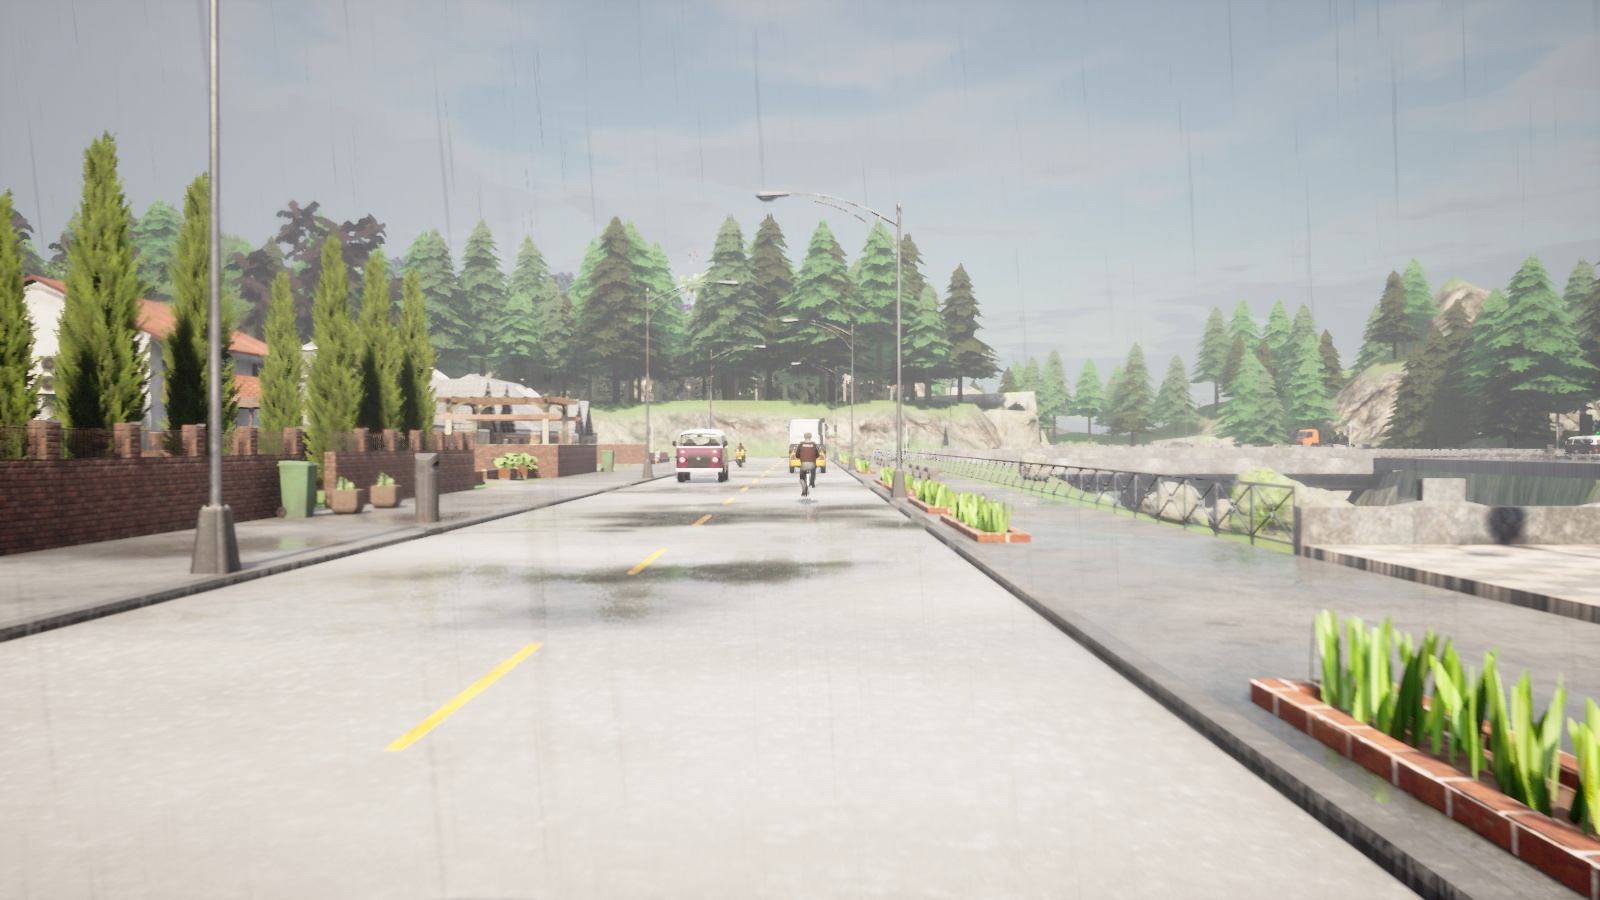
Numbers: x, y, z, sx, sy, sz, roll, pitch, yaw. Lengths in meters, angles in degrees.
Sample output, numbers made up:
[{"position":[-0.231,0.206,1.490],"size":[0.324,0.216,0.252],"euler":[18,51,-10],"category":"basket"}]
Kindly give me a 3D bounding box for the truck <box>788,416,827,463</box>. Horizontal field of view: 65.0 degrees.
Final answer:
[{"position":[0.577,-0.784,97.414],"size":[2.891,3.462,7.936],"euler":[0,0,0],"category":"truck"}]

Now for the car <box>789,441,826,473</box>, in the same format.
[{"position":[0.380,0.329,63.364],"size":[1.801,1.575,5.366],"euler":[0,0,0],"category":"car"}]

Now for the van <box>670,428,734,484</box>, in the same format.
[{"position":[-3.709,0.196,48.011],"size":[2.069,2.038,4.480],"euler":[0,0,0],"category":"van"}]
